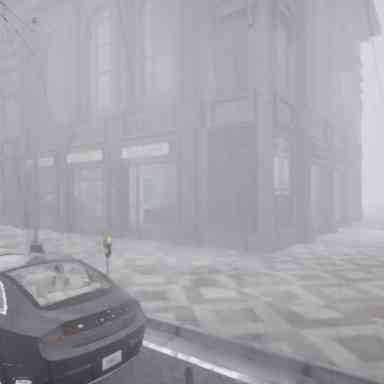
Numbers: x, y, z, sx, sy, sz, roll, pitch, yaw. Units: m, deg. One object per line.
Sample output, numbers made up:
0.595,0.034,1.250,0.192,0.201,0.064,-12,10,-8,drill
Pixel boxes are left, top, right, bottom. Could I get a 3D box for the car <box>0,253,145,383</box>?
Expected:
-2.638,1.585,4.848,4.403,1.369,2.008,0,-1,35,car
